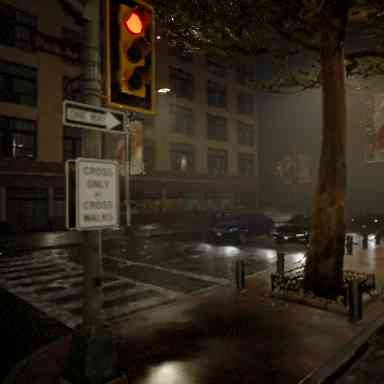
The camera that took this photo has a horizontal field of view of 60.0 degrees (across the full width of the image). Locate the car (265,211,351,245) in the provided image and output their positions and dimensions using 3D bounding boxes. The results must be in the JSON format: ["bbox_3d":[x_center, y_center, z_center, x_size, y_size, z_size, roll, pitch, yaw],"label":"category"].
[{"bbox_3d":[5.892,1.816,16.548,1.837,1.490,4.892,-2,-2,45],"label":"car"}]

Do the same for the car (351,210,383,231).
[{"bbox_3d":[12.978,1.995,23.649,4.718,1.301,1.895,1,-2,-45],"label":"car"}]

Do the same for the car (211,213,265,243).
[{"bbox_3d":[3.071,1.913,18.680,4.674,1.442,1.812,1,-2,-44],"label":"car"}]

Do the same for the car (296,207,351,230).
[{"bbox_3d":[10.338,1.963,25.958,4.902,1.511,2.128,1,-2,-45],"label":"car"}]
